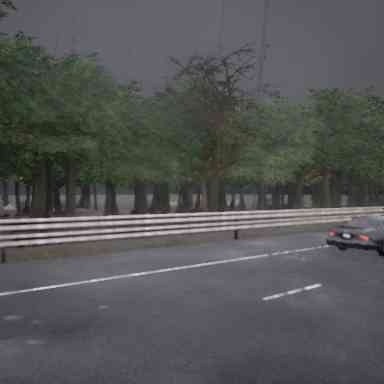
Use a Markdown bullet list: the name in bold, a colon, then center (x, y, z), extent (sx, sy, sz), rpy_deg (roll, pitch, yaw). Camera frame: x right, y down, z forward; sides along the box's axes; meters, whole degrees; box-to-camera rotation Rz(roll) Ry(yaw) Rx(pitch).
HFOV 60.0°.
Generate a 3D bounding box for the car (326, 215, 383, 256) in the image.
- **car**: center (7.723, 1.679, 13.676), extent (5.357, 1.411, 2.033), rpy_deg (1, 0, -35)
